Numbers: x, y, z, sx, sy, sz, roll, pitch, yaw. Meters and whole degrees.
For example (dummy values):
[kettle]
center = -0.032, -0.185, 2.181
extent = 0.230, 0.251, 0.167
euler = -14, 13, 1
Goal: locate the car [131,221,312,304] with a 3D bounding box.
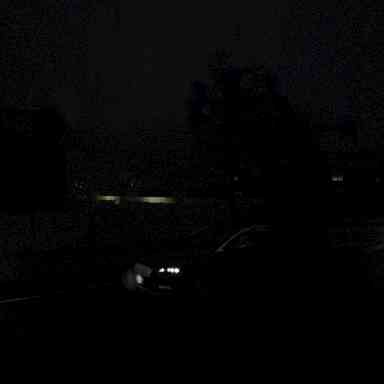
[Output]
[car]
center = 0.924, 1.514, 8.215
extent = 4.902, 1.511, 2.128
euler = 0, 0, -35
